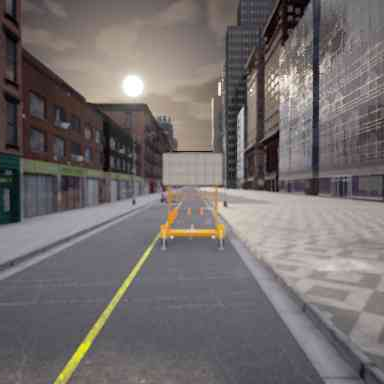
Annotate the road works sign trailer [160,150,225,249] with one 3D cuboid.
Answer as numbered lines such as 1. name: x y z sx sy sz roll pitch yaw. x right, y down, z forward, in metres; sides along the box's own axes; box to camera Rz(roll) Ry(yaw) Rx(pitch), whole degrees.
1. road works sign trailer: 0.028 0.182 12.929 2.380 3.560 2.880 0 1 0

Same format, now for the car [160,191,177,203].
1. car: -2.990 0.626 42.915 1.812 1.442 4.674 0 1 0
